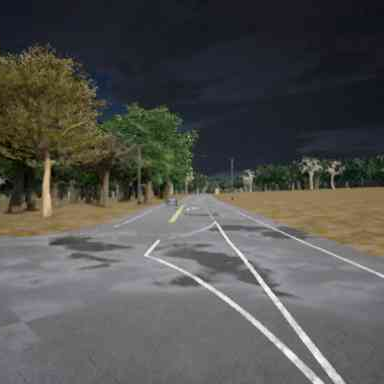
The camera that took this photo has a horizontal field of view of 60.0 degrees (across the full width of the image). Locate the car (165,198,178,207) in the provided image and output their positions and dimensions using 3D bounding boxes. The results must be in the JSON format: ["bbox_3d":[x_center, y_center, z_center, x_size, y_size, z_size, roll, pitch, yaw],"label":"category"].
[{"bbox_3d":[-3.262,1.638,53.981,1.812,1.442,4.674,0,0,1],"label":"car"}]
